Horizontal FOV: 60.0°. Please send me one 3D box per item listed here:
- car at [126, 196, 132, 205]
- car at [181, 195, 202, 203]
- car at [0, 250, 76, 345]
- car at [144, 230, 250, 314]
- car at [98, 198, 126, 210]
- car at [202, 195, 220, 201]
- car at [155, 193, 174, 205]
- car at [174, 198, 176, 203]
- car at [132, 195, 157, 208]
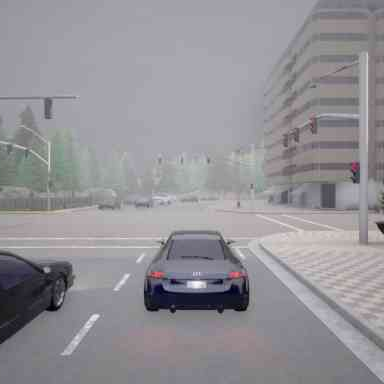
[{"bbox_3d":[-9.676,1.353,53.814,2.097,1.767,4.553,0,0,7],"label":"car"},{"bbox_3d":[-0.514,1.352,69.551,2.097,1.767,4.553,0,0,31],"label":"car"},{"bbox_3d":[-3.428,1.547,4.694,2.033,1.411,5.357,0,0,0],"label":"car"},{"bbox_3d":[0.090,1.564,7.729,1.994,1.385,4.181,0,0,0],"label":"car"},{"bbox_3d":[-10.477,1.547,42.820,2.033,1.411,5.357,0,0,1],"label":"car"},{"bbox_3d":[4.478,1.513,80.698,5.357,1.411,2.033,0,0,-41],"label":"car"},{"bbox_3d":[-5.475,1.219,57.932,2.150,2.045,5.566,0,0,15],"label":"car"},{"bbox_3d":[-4.975,1.525,68.835,1.812,1.442,4.674,0,0,27],"label":"car"},{"bbox_3d":[-6.778,1.477,47.586,1.882,1.535,5.008,0,0,3],"label":"car"}]
